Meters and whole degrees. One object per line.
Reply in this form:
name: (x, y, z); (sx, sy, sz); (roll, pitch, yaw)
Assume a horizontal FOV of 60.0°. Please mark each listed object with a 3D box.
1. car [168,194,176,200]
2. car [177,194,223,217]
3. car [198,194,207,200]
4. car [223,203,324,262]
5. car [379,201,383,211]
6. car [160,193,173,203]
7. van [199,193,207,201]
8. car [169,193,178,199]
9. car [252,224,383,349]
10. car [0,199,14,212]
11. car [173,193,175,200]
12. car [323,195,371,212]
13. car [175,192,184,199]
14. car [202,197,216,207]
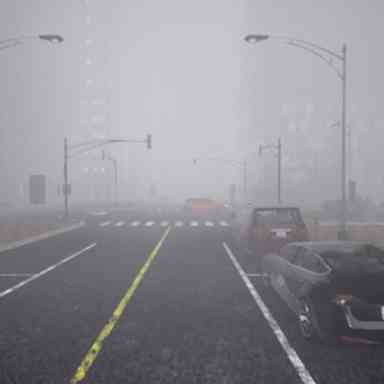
car: (-5.316, 1.229, 88.489); (1.967, 1.590, 4.097); (-1, 0, 0)
car: (1.204, 1.278, 30.227); (4.553, 1.767, 2.097); (0, 0, 0)
car: (2.563, 1.244, 82.989); (1.967, 1.590, 4.097); (-1, 0, 0)
car: (2.553, 1.289, 11.909); (2.192, 1.841, 5.009); (-1, 0, 0)
car: (22.899, 1.211, 35.708); (5.009, 1.841, 2.192); (0, 1, 0)
car: (-5.319, 1.287, 66.392); (1.967, 1.590, 4.097); (-1, 0, 0)
van: (2.561, 1.160, 77.465); (1.690, 1.788, 3.998); (-1, 0, 0)
car: (-5.317, 1.089, 94.014); (2.192, 1.841, 5.009); (-1, 0, 0)
car: (2.556, 1.552, 6.260); (1.947, 1.339, 4.313); (-1, 0, 0)
car: (-21.444, 1.382, 35.615); (4.403, 1.369, 2.008); (0, 1, 0)
car: (-5.316, 1.415, 71.917); (1.802, 1.307, 4.206); (-1, 0, 0)
car: (16.567, 1.203, 35.694); (5.009, 1.841, 2.192); (0, 1, 0)
car: (-2.740, 0.777, 82.102); (2.097, 1.767, 4.553); (0, 0, 0)
car: (2.528, 1.470, 49.842); (1.802, 1.307, 4.206); (-1, 0, 0)
